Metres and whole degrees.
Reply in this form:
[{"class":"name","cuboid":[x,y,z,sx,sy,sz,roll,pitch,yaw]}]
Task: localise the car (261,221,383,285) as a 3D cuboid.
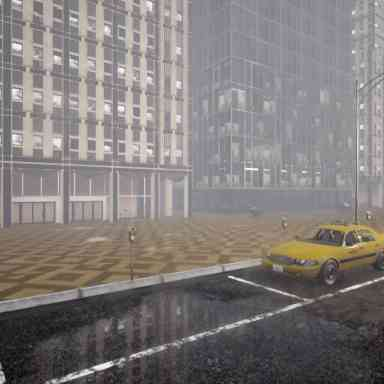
[{"class":"car","cuboid":[4.037,1.526,9.454,4.829,1.417,1.752,0,0,-36]}]
